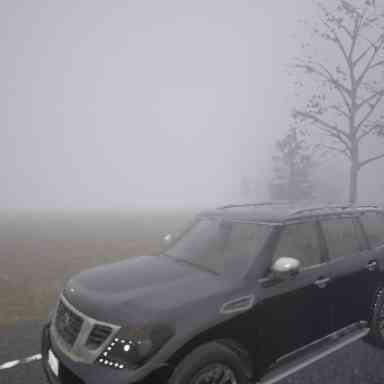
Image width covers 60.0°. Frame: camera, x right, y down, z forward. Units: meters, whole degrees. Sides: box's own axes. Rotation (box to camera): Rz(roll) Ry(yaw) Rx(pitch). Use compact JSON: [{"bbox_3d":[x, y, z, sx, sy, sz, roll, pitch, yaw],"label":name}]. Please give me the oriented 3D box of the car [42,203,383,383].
[{"bbox_3d":[0.966,1.216,4.687,5.566,2.045,2.150,0,0,-36],"label":"car"}]
